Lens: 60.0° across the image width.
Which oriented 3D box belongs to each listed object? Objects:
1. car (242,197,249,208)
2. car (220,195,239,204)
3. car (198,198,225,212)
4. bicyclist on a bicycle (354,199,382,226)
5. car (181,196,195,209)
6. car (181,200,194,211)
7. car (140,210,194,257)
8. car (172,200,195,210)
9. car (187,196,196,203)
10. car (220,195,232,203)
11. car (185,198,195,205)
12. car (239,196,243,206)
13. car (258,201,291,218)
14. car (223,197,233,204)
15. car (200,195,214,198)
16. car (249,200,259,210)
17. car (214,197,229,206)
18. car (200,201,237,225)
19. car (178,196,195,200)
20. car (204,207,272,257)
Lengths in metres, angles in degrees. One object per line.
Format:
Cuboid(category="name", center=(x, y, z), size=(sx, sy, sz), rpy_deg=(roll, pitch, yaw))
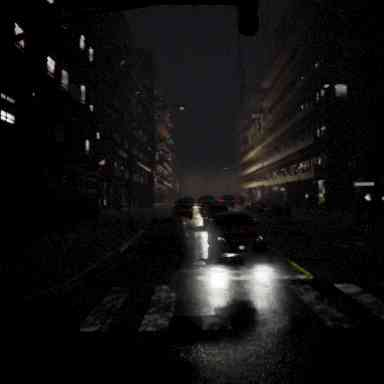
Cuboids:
Cuboid(category="car", center=(7.708, 1.628, 41.043), size=(1.752, 1.417, 4.829), rpy_deg=(0, 0, 1))
Cuboid(category="car", center=(5.195, 1.422, 49.766), size=(2.150, 2.045, 5.566), rpy_deg=(-1, 0, 1))
Cuboid(category="car", center=(1.821, 1.627, 32.595), size=(1.882, 1.535, 5.008), rpy_deg=(-1, 0, 1))
Cuboid(category="bicyclist on a bicycle", center=(10.412, 1.226, 19.671), size=(1.656, 1.620, 0.582), rpy_deg=(-1, 0, 1))
Cuboid(category="car", center=(-0.554, 1.627, 52.131), size=(2.192, 1.841, 5.009), rpy_deg=(0, 0, 1))
Cuboid(category="car", center=(-0.615, 1.802, 46.392), size=(1.752, 1.417, 4.829), rpy_deg=(0, 0, 1))
Cuboid(category="car", center=(-0.970, 1.629, 13.157), size=(2.008, 1.369, 4.403), rpy_deg=(0, 0, 1))
Cuboid(category="car", center=(-0.791, 1.721, 29.860), size=(1.887, 1.381, 4.507), rpy_deg=(0, 0, 1))
Cuboid(category="car", center=(-0.197, 1.836, 85.536), size=(2.192, 1.841, 5.009), rpy_deg=(0, 0, 1))
Cuboid(category="car", center=(8.121, 1.659, 79.846), size=(2.192, 1.841, 5.009), rpy_deg=(0, 0, 1))
Cuboid(category="car", center=(-0.375, 1.982, 68.833), size=(1.947, 1.339, 4.313), rpy_deg=(0, 0, 1))
Cuboid(category="car", center=(7.884, 1.519, 57.577), size=(2.192, 1.841, 5.009), rpy_deg=(0, 0, 1))
Cuboid(category="car", center=(7.587, 1.585, 29.738), size=(2.008, 1.369, 4.403), rpy_deg=(0, 0, 1))
Cuboid(category="car", center=(8.063, 1.853, 74.277), size=(1.887, 1.381, 4.507), rpy_deg=(0, 0, 1))
Cuboid(category="car", center=(1.970, 1.433, 43.028), size=(2.150, 2.045, 5.566), rpy_deg=(-1, 0, 1))
Cuboid(category="car", center=(7.647, 1.618, 35.305), size=(2.008, 1.369, 4.403), rpy_deg=(0, 0, 1))
Cuboid(category="car", center=(5.320, 1.758, 60.501), size=(2.128, 1.511, 4.902), rpy_deg=(-1, 0, 0))
Cuboid(category="car", center=(1.710, 1.595, 22.589), size=(1.837, 1.490, 4.892), rpy_deg=(-1, 0, 1))
Cuboid(category="car", center=(-0.733, 1.525, 35.429), size=(2.192, 1.841, 5.009), rpy_deg=(0, 0, 1))
Cuboid(category="car", center=(1.629, 1.561, 13.272), size=(1.812, 1.442, 4.674), rpy_deg=(-1, 0, 0))
